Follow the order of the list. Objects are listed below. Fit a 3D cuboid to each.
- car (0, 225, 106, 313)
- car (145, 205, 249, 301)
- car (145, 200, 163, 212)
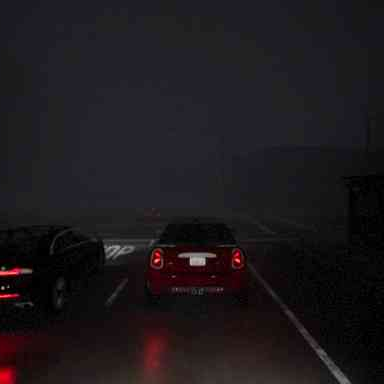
[{"bbox_3d":[-3.392,1.516,7.674,2.128,1.511,4.902,0,0,0],"label":"car"},{"bbox_3d":[0.102,1.379,8.587,2.097,1.767,4.553,0,0,0],"label":"car"},{"bbox_3d":[-4.517,1.728,40.242,1.812,1.442,4.674,0,-1,-3],"label":"car"}]
